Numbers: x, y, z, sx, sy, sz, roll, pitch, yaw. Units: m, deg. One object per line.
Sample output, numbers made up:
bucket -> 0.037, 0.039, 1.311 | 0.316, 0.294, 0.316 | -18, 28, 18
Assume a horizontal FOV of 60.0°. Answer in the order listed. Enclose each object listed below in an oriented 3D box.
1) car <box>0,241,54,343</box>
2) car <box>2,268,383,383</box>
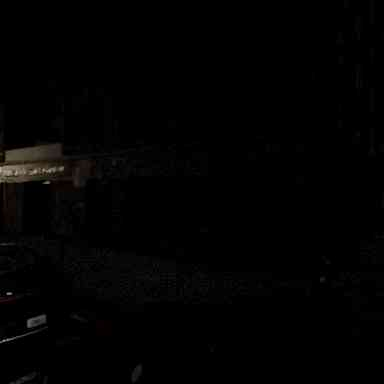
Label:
car -> -3.923, 1.554, 5.877 | 4.403, 1.369, 2.008 | 0, 0, 36
car -> 0.575, 1.545, 2.668 | 4.507, 1.381, 1.887 | 0, 0, 36
